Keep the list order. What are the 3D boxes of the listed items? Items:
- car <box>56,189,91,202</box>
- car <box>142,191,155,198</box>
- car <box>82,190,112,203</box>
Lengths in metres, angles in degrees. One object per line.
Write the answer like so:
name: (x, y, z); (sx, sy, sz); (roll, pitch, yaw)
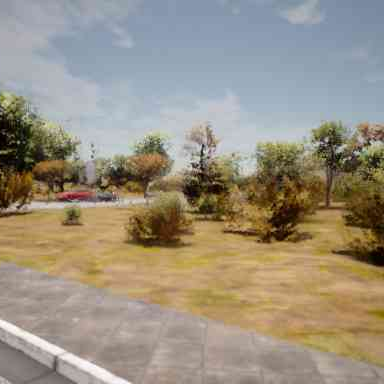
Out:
car: (-17.919, 0.521, 51.041); (2.150, 2.045, 5.566); (1, 1, 39)
car: (-7.415, 0.480, 64.102); (1.895, 1.301, 4.718); (1, 2, 37)
car: (-13.752, 0.837, 50.652); (1.837, 1.490, 4.892); (1, 1, 39)
